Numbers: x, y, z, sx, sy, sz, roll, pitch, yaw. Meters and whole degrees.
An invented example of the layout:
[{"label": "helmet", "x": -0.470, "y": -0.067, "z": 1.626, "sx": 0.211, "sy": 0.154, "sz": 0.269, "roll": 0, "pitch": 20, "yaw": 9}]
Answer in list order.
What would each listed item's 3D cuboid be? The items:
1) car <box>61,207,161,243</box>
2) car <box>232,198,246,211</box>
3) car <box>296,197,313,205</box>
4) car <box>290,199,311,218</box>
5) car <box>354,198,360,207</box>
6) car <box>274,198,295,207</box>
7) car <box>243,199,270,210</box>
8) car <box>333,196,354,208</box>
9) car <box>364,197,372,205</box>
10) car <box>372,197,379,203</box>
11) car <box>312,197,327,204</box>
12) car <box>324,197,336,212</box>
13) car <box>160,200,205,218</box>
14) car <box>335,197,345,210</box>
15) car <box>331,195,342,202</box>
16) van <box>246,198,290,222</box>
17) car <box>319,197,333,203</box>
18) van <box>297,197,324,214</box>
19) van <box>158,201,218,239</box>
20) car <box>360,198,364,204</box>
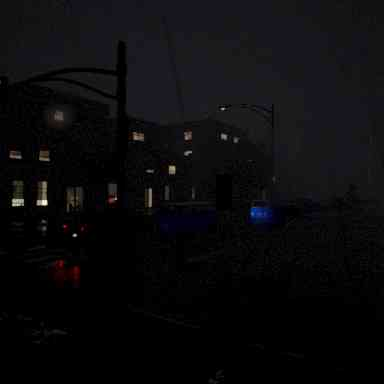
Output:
[{"label": "car", "x": -3.954, "y": 1.641, "z": 16.651, "sx": 1.895, "sy": 1.301, "sz": 4.718, "roll": 1, "pitch": 0, "yaw": 35}, {"label": "car", "x": 5.636, "y": 1.506, "z": 40.590, "sx": 1.967, "sy": 1.590, "sz": 4.097, "roll": 0, "pitch": 0, "yaw": 35}, {"label": "car", "x": 21.459, "y": 1.705, "z": 63.212, "sx": 1.887, "sy": 1.381, "sz": 4.507, "roll": 0, "pitch": 0, "yaw": 35}, {"label": "car", "x": 9.327, "y": 1.655, "z": 31.245, "sx": 1.887, "sy": 1.381, "sz": 4.507, "roll": 0, "pitch": 0, "yaw": 35}, {"label": "car", "x": 25.153, "y": 1.516, "z": 53.871, "sx": 2.192, "sy": 1.841, "sz": 5.009, "roll": 0, "pitch": 0, "yaw": 35}, {"label": "car", "x": 15.130, "y": 1.665, "z": 54.163, "sx": 1.887, "sy": 1.381, "sz": 4.507, "roll": 0, "pitch": 0, "yaw": 35}, {"label": "car", "x": 8.800, "y": 1.628, "z": 45.114, "sx": 1.887, "sy": 1.381, "sz": 4.507, "roll": 0, "pitch": 0, "yaw": 35}, {"label": "car", "x": 21.988, "y": 1.497, "z": 49.346, "sx": 2.192, "sy": 1.841, "sz": 5.009, "roll": 0, "pitch": 0, "yaw": 35}, {"label": "car", "x": 34.646, "y": 1.809, "z": 67.444, "sx": 1.887, "sy": 1.381, "sz": 4.507, "roll": 0, "pitch": 0, "yaw": 35}, {"label": "car", "x": 44.141, "y": 1.899, "z": 81.018, "sx": 1.947, "sy": 1.339, "sz": 4.313, "roll": 0, "pitch": 0, "yaw": 35}, {"label": "car", "x": 27.691, "y": 1.728, "z": 72.122, "sx": 1.752, "sy": 1.417, "sz": 4.829, "roll": 0, "pitch": 0, "yaw": 35}, {"label": "car", "x": 15.755, "y": 1.671, "z": 40.435, "sx": 1.752, "sy": 1.417, "sz": 4.829, "roll": 0, "pitch": 0, "yaw": 35}, {"label": "car", "x": -0.792, "y": 1.558, "z": 31.400, "sx": 1.752, "sy": 1.417, "sz": 4.829, "roll": 0, "pitch": 0, "yaw": 35}, {"label": "car", "x": 18.821, "y": 1.729, "z": 44.820, "sx": 1.947, "sy": 1.339, "sz": 4.313, "roll": 0, "pitch": 0, "yaw": 35}, {"label": "car", "x": 37.284, "y": 1.712, "z": 85.836, "sx": 1.967, "sy": 1.590, "sz": 4.097, "roll": 0, "pitch": 0, "yaw": 35}, {"label": "van", "x": 6.163, "y": 1.436, "z": 26.722, "sx": 1.690, "sy": 1.788, "sz": 3.998, "roll": 0, "pitch": 0, "yaw": 35}, {"label": "car", "x": 30.953, "y": 1.792, "z": 76.787, "sx": 1.947, "sy": 1.339, "sz": 4.313, "roll": 0, "pitch": 0, "yaw": 35}, {"label": "van", "x": 12.493, "y": 1.469, "z": 35.771, "sx": 1.690, "sy": 1.788, "sz": 3.998, "roll": 0, "pitch": 0, "yaw": 35}, {"label": "van", "x": -0.167, "y": 1.406, "z": 17.672, "sx": 1.690, "sy": 1.788, "sz": 3.998, "roll": 0, "pitch": 0, "yaw": 35}, {"label": "car", "x": 28.414, "y": 1.748, "z": 58.534, "sx": 1.752, "sy": 1.417, "sz": 4.829, "roll": 0, "pitch": 0, "yaw": 35}]
